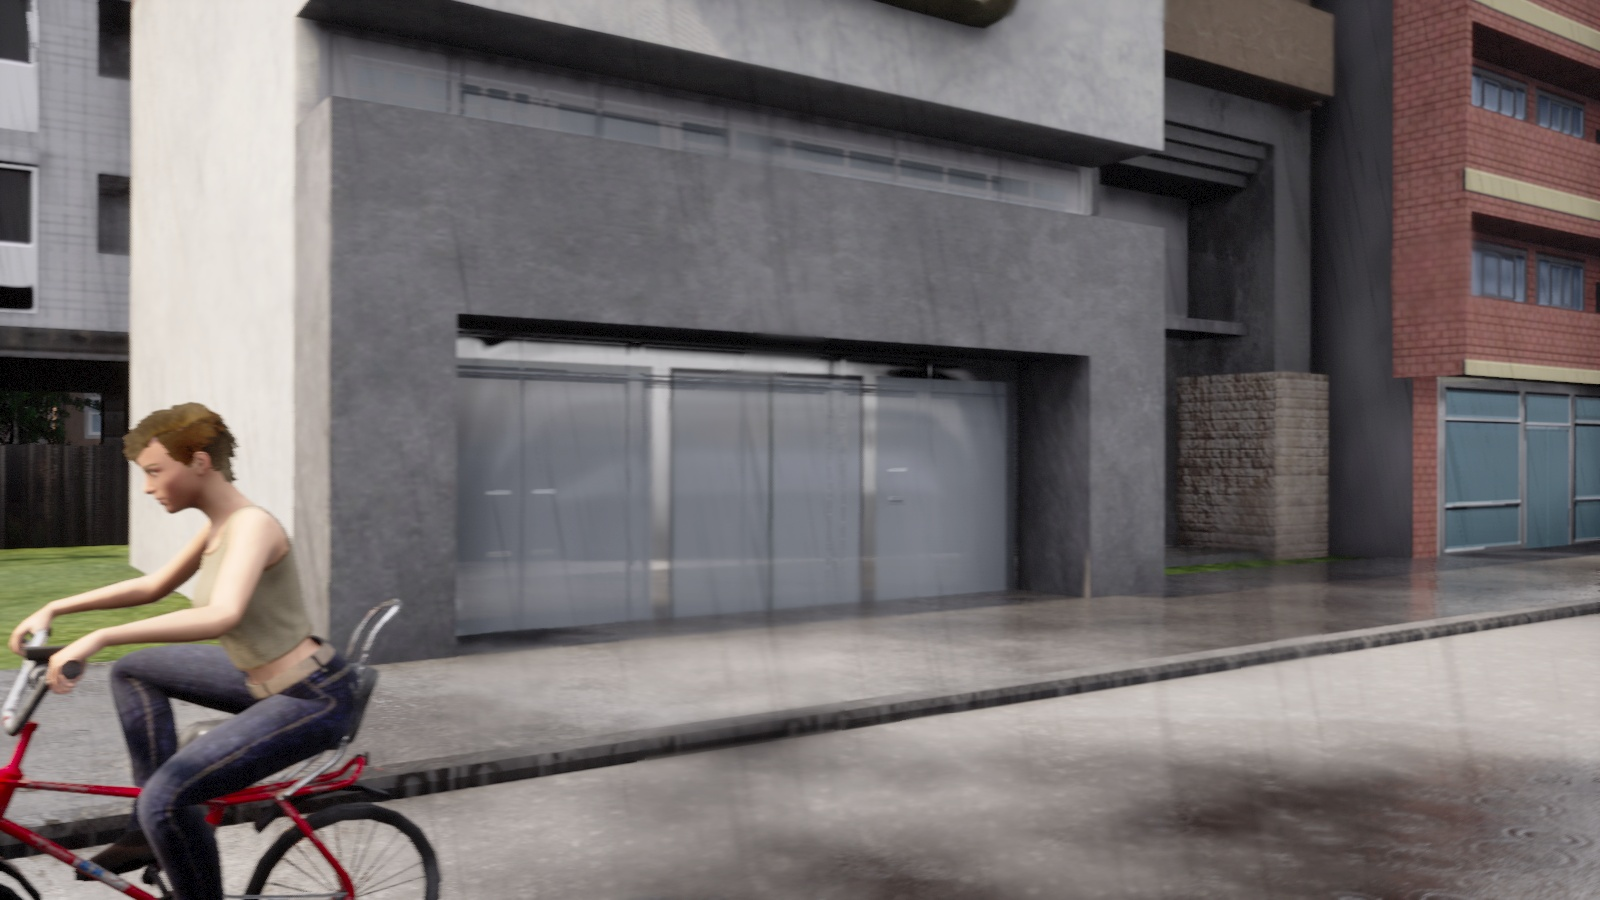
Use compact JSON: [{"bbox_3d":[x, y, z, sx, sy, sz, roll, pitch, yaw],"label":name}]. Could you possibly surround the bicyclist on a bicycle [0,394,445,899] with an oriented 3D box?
[{"bbox_3d":[-1.752,0.692,3.049,1.509,1.612,0.866,0,0,-35],"label":"bicyclist on a bicycle"}]
